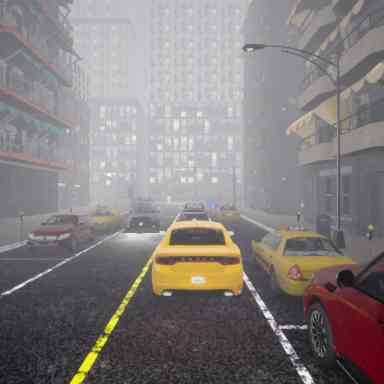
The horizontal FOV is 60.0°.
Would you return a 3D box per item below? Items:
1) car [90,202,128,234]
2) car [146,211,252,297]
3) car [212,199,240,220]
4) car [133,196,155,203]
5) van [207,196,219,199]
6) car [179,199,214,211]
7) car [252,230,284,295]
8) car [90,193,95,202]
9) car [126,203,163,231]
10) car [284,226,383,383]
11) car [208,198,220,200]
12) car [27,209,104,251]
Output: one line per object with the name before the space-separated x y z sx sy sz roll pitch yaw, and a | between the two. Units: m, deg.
car | -5.266 1.530 19.474 1.752 1.417 4.829 0 0 0
car | 0.121 1.479 8.635 1.882 1.535 5.008 0 0 0
car | 2.627 1.532 25.437 1.752 1.417 4.829 0 0 0
car | -5.227 1.329 36.566 2.192 1.841 5.009 0 0 0
van | 2.666 1.359 42.188 1.690 1.788 3.998 0 0 0
car | 0.149 1.497 22.889 2.128 1.511 4.902 0 0 0
car | 2.589 1.527 8.516 1.752 1.417 4.829 0 0 0
car | -20.731 1.132 62.218 5.009 1.841 2.192 1 -1 0
car | -2.798 1.568 20.260 1.994 1.385 4.181 0 0 0
car | 2.577 1.315 2.705 2.192 1.841 5.009 0 0 0
car | 2.640 1.535 31.077 1.752 1.417 4.829 0 0 0
car | -5.279 1.584 14.003 1.802 1.307 4.206 0 0 0
